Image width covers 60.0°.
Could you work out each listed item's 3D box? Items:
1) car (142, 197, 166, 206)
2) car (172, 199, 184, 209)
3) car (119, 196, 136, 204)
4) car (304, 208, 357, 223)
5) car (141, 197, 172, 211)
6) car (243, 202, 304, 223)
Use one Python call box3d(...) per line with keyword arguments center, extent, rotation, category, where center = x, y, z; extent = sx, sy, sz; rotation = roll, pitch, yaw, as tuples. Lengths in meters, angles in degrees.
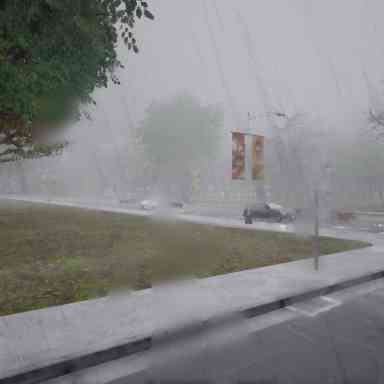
box3d(center=(-6.281, 1.497, 54.627), extent=(1.812, 1.442, 4.674), rotation=(0, 0, -36), category="car")
box3d(center=(-3.262, 1.525, 44.475), extent=(2.033, 1.411, 5.357), rotation=(0, 0, -35), category="car")
box3d(center=(-12.271, 1.494, 63.041), extent=(1.812, 1.442, 4.674), rotation=(0, 0, -35), category="car")
box3d(center=(10.091, 1.593, 25.700), extent=(1.895, 1.301, 4.718), rotation=(0, 0, -35), category="car")
box3d(center=(-4.712, 1.506, 40.888), extent=(1.812, 1.442, 4.674), rotation=(0, 0, -35), category="car")
box3d(center=(5.968, 1.518, 25.887), extent=(1.812, 1.442, 4.674), rotation=(0, 0, -35), category="car")
